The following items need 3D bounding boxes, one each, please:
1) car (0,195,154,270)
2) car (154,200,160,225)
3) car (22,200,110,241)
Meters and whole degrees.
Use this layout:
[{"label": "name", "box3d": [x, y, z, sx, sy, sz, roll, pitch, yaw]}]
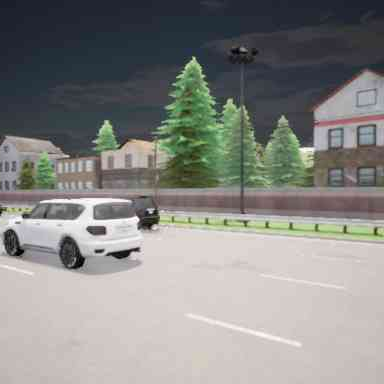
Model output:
[{"label": "car", "box3d": [-4.161, 1.224, 11.261, 5.566, 2.045, 2.150, 0, 0, 36]}, {"label": "car", "box3d": [-4.480, 1.224, 20.089, 5.566, 2.045, 2.150, 0, 0, 36]}, {"label": "car", "box3d": [-6.606, 1.355, 17.305, 4.553, 1.767, 2.097, 0, 0, 36]}]
